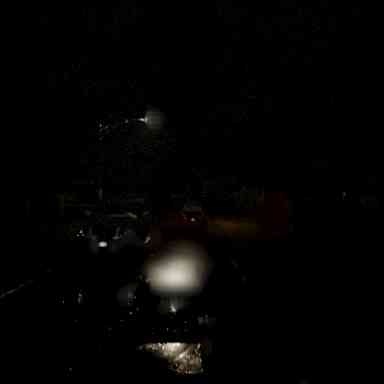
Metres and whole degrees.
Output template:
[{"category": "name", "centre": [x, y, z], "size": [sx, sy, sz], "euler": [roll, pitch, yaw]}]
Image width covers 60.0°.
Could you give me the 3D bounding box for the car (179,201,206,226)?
[{"category": "car", "centre": [0.064, 1.630, 24.103], "size": [1.812, 1.442, 4.674], "euler": [0, 0, 0]}]

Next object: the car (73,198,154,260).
[{"category": "car", "centre": [-2.770, 1.278, 13.074], "size": [2.150, 2.045, 5.566], "euler": [0, 0, 0]}]

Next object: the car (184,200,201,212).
[{"category": "car", "centre": [0.036, 1.758, 41.852], "size": [1.994, 1.385, 4.181], "euler": [0, 0, 0]}]
